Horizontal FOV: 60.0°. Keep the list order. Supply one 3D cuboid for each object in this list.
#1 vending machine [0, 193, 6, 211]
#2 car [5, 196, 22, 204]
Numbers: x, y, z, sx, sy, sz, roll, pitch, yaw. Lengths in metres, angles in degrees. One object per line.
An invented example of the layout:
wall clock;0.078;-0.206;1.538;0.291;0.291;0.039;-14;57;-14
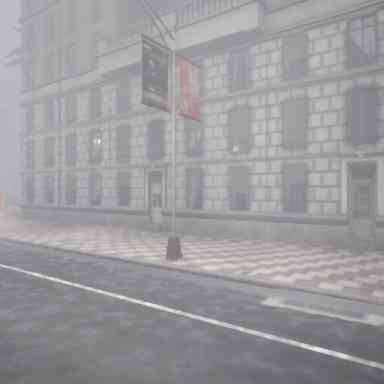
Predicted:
vending machine;-23.072;1.194;39.988;1.100;2.100;0.880;0;0;-11
car;-33.145;1.500;62.110;2.128;1.511;4.902;0;0;28
